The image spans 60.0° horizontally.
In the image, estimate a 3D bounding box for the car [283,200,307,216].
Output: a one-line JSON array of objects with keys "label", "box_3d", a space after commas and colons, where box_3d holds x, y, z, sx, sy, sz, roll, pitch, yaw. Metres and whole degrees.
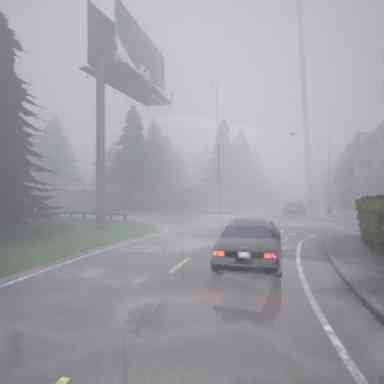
[{"label": "car", "box_3d": [9.988, 1.494, 32.227, 1.994, 1.385, 4.181, 0, 0, 21]}]

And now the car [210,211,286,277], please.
[{"label": "car", "box_3d": [1.827, 1.520, 10.255, 2.033, 1.411, 5.357, 0, 0, 14]}]
